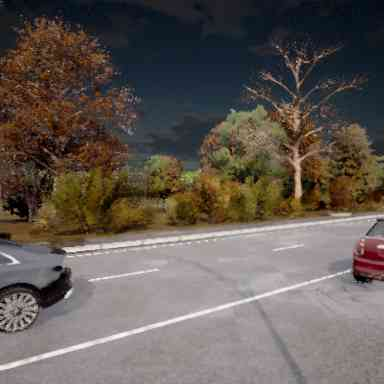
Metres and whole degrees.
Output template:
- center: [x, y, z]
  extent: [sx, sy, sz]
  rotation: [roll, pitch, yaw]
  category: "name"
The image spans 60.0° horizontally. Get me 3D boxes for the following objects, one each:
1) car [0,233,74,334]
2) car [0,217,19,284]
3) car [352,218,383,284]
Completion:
- center: [-4.440, 1.507, 5.203]
  extent: [4.902, 1.511, 2.128]
  rotation: [0, 0, -36]
  category: "car"
- center: [-6.945, 1.501, 7.708]
  extent: [5.008, 1.535, 1.882]
  rotation: [0, 0, -35]
  category: "car"
- center: [6.055, 1.351, 8.463]
  extent: [4.553, 1.767, 2.097]
  rotation: [0, 0, -38]
  category: "car"
